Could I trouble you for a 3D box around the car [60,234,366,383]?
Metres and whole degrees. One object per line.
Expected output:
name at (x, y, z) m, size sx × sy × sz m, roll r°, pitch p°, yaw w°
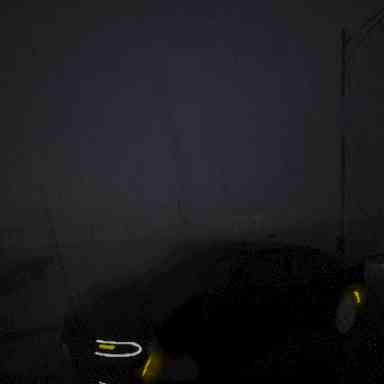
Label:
car at (0.663, 1.468, 5.069) m, size 5.008 × 1.535 × 1.882 m, roll 0°, pitch 0°, yaw -35°
